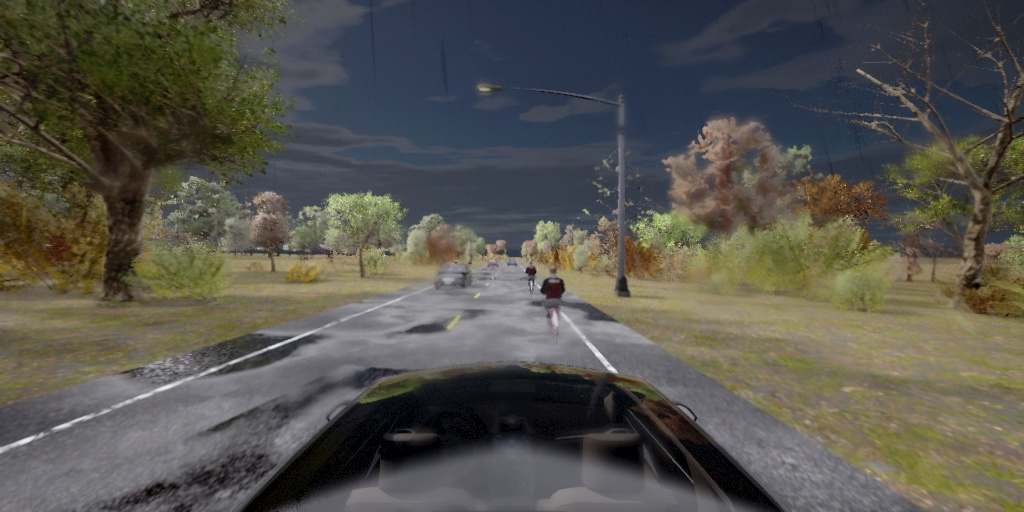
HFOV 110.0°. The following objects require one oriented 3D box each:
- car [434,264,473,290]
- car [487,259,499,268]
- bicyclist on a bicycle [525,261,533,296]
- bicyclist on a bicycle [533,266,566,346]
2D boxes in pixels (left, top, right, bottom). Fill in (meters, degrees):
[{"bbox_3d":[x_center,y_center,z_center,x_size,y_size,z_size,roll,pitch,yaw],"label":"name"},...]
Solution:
[{"bbox_3d":[-3.586,1.251,22.605,2.128,1.511,4.902,0,0,0],"label":"car"},{"bbox_3d":[-3.507,1.342,64.845,1.812,1.442,4.674,0,0,1],"label":"car"},{"bbox_3d":[0.967,1.127,18.327,0.659,1.776,1.843,0,0,0],"label":"bicyclist on a bicycle"},{"bbox_3d":[0.965,1.122,8.586,0.659,1.776,1.843,0,0,0],"label":"bicyclist on a bicycle"}]
